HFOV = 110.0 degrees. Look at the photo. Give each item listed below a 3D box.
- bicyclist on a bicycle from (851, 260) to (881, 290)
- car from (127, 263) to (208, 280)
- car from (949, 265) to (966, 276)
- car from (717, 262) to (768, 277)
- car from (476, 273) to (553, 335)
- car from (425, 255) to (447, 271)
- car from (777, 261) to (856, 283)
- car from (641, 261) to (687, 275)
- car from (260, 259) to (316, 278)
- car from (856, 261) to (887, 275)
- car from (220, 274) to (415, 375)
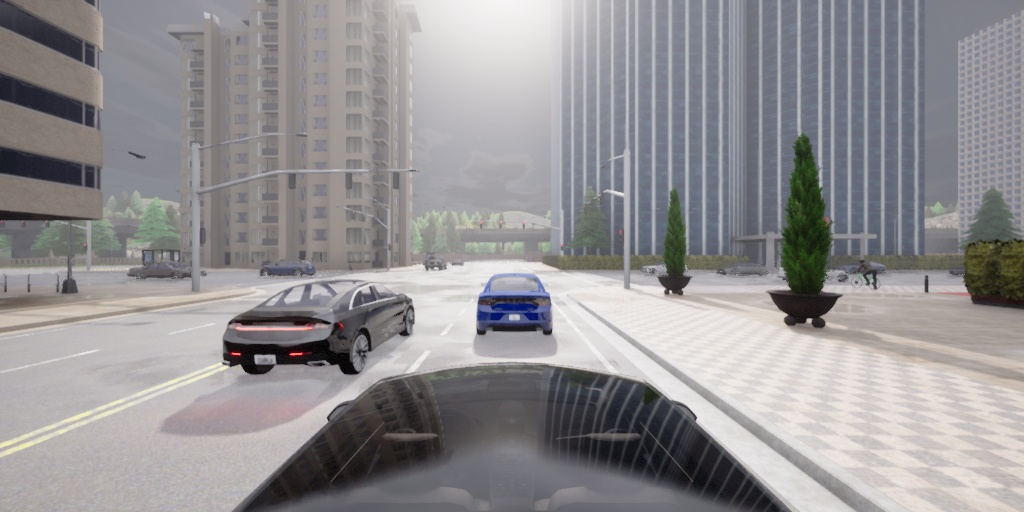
[{"bbox_3d":[19.632,1.039,19.925,0.582,1.620,1.656,0,0,-1],"label":"bicyclist on a bicycle"},{"bbox_3d":[-28.974,1.279,30.193,5.357,1.411,2.033,0,0,-1],"label":"car"},{"bbox_3d":[45.227,1.254,34.613,4.674,1.442,1.812,0,0,0],"label":"car"},{"bbox_3d":[22.057,1.293,34.435,4.181,1.385,1.994,0,0,-1],"label":"car"},{"bbox_3d":[0.071,1.222,10.493,1.882,1.535,5.008,0,0,0],"label":"car"},{"bbox_3d":[-10.611,0.939,50.210,2.150,2.045,5.566,0,0,0],"label":"car"},{"bbox_3d":[22.810,1.259,27.265,4.674,1.442,1.812,0,0,-1],"label":"car"},{"bbox_3d":[16.023,1.252,37.871,4.674,1.442,1.812,0,0,-1],"label":"car"},{"bbox_3d":[-20.993,1.081,33.618,4.553,1.767,2.097,0,0,3],"label":"car"},{"bbox_3d":[36.982,1.252,38.073,4.674,1.442,1.812,0,0,-1],"label":"car"},{"bbox_3d":[-3.446,1.238,7.454,2.128,1.511,4.902,0,0,0],"label":"car"}]
